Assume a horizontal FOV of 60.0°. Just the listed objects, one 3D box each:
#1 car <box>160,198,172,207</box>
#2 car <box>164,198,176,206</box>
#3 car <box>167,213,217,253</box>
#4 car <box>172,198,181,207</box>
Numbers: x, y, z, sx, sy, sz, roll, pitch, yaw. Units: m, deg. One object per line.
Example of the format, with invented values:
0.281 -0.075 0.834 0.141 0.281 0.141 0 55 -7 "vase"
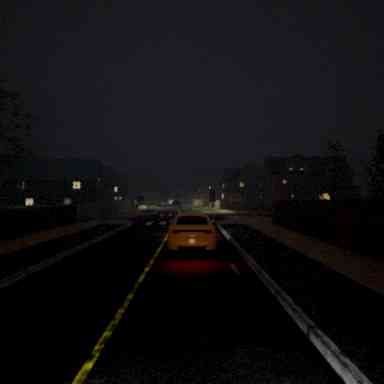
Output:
-6.078 2.594 73.755 1.812 1.442 4.674 0 -1 -9 "car"
-5.809 2.505 87.027 2.150 2.045 5.566 0 -1 -12 "car"
0.009 1.637 14.473 1.882 1.535 5.008 0 0 0 "car"
-3.577 2.587 75.452 1.837 1.490 4.892 0 -1 -10 "car"
